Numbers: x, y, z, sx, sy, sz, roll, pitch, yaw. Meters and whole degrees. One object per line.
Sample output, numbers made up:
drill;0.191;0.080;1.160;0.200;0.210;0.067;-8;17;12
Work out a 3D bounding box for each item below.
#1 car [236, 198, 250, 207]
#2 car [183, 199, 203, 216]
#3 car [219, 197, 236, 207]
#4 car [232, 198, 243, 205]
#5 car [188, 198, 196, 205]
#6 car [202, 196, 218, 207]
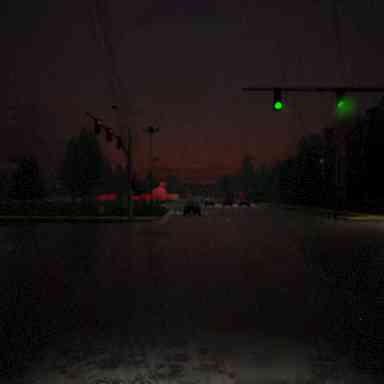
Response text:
car;10.482;2.191;66.957;1.994;1.385;4.181;0;-1;0
car;-0.007;1.873;36.744;1.812;1.442;4.674;0;-1;0
car;6.982;2.131;66.540;1.837;1.490;4.892;0;-1;0
car;10.478;2.186;76.959;2.033;1.411;5.357;0;-1;0
car;-0.022;2.171;76.955;1.812;1.442;4.674;0;-1;0
car;3.482;2.122;66.539;2.128;1.511;4.902;0;-1;0
